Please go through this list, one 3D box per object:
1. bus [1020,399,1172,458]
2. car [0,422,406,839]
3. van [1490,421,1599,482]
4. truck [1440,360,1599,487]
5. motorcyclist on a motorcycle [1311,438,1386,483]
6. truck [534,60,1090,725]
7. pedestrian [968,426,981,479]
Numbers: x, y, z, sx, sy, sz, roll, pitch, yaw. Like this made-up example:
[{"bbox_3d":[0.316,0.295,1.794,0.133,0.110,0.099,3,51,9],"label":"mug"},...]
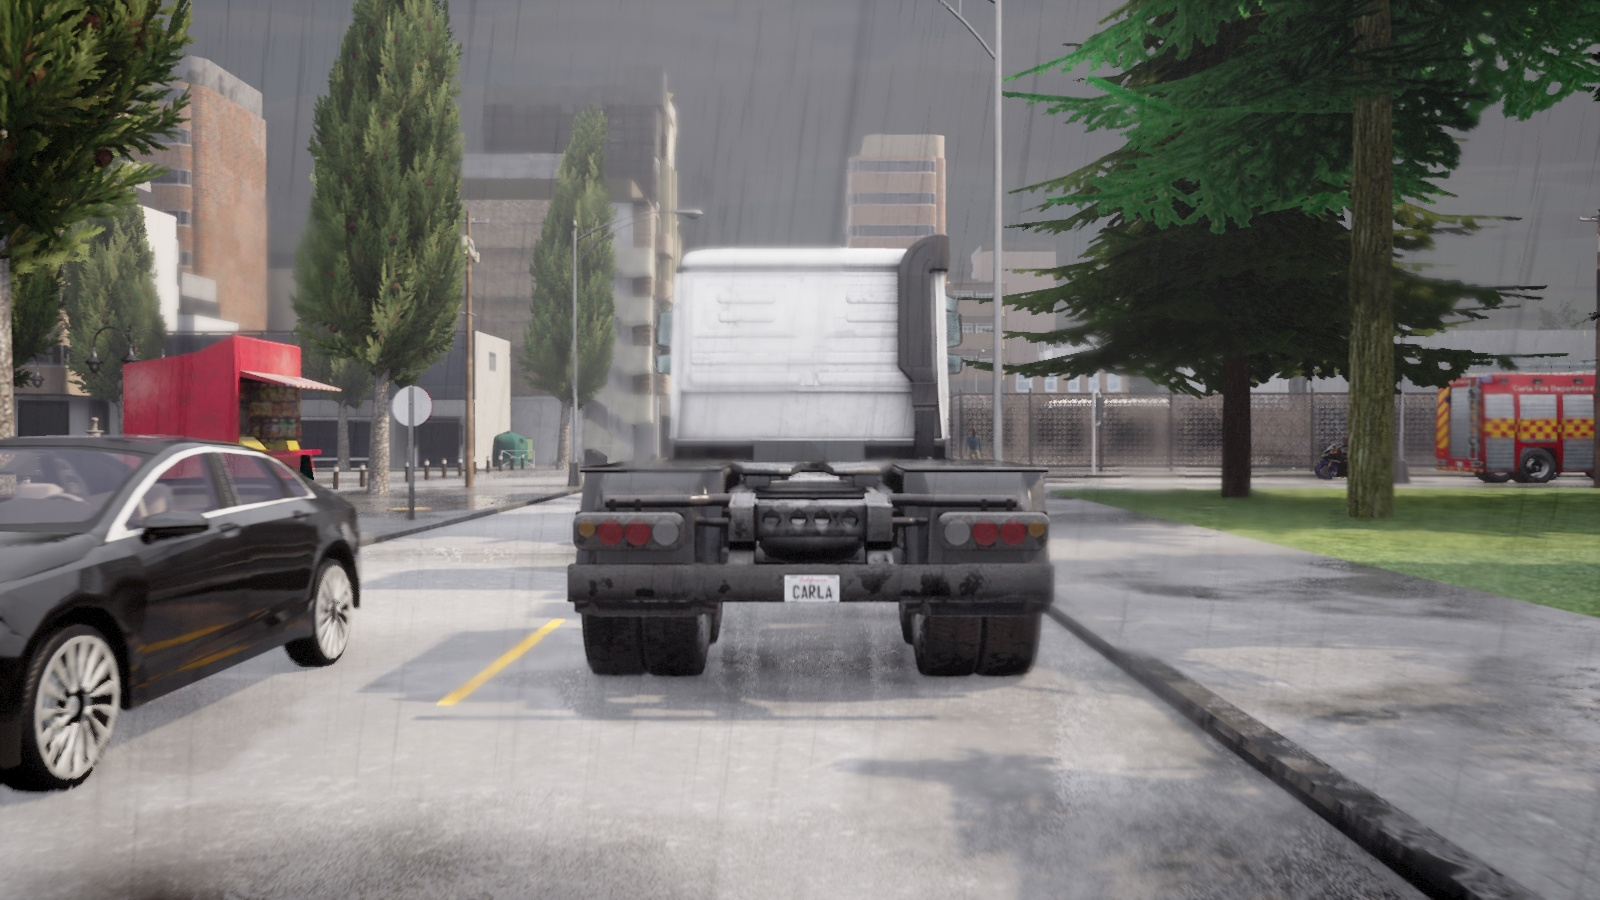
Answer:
[{"bbox_3d":[21.712,-1.569,92.603,10.273,4.253,3.944,0,1,-2],"label":"bus"},{"bbox_3d":[-3.944,0.630,6.685,2.128,1.511,4.902,0,1,0],"label":"car"},{"bbox_3d":[26.543,0.044,43.210,4.480,2.038,2.069,0,1,0],"label":"van"},{"bbox_3d":[24.956,-0.803,39.206,8.468,3.827,2.891,0,1,0],"label":"truck"},{"bbox_3d":[18.889,0.349,43.283,2.191,1.530,0.866,0,1,-1],"label":"motorcyclist on a motorcycle"},{"bbox_3d":[0.083,-0.344,10.515,2.891,3.462,7.936,0,1,0],"label":"truck"},{"bbox_3d":[6.163,0.085,44.314,0.370,1.835,0.726,0,1,0],"label":"pedestrian"}]
